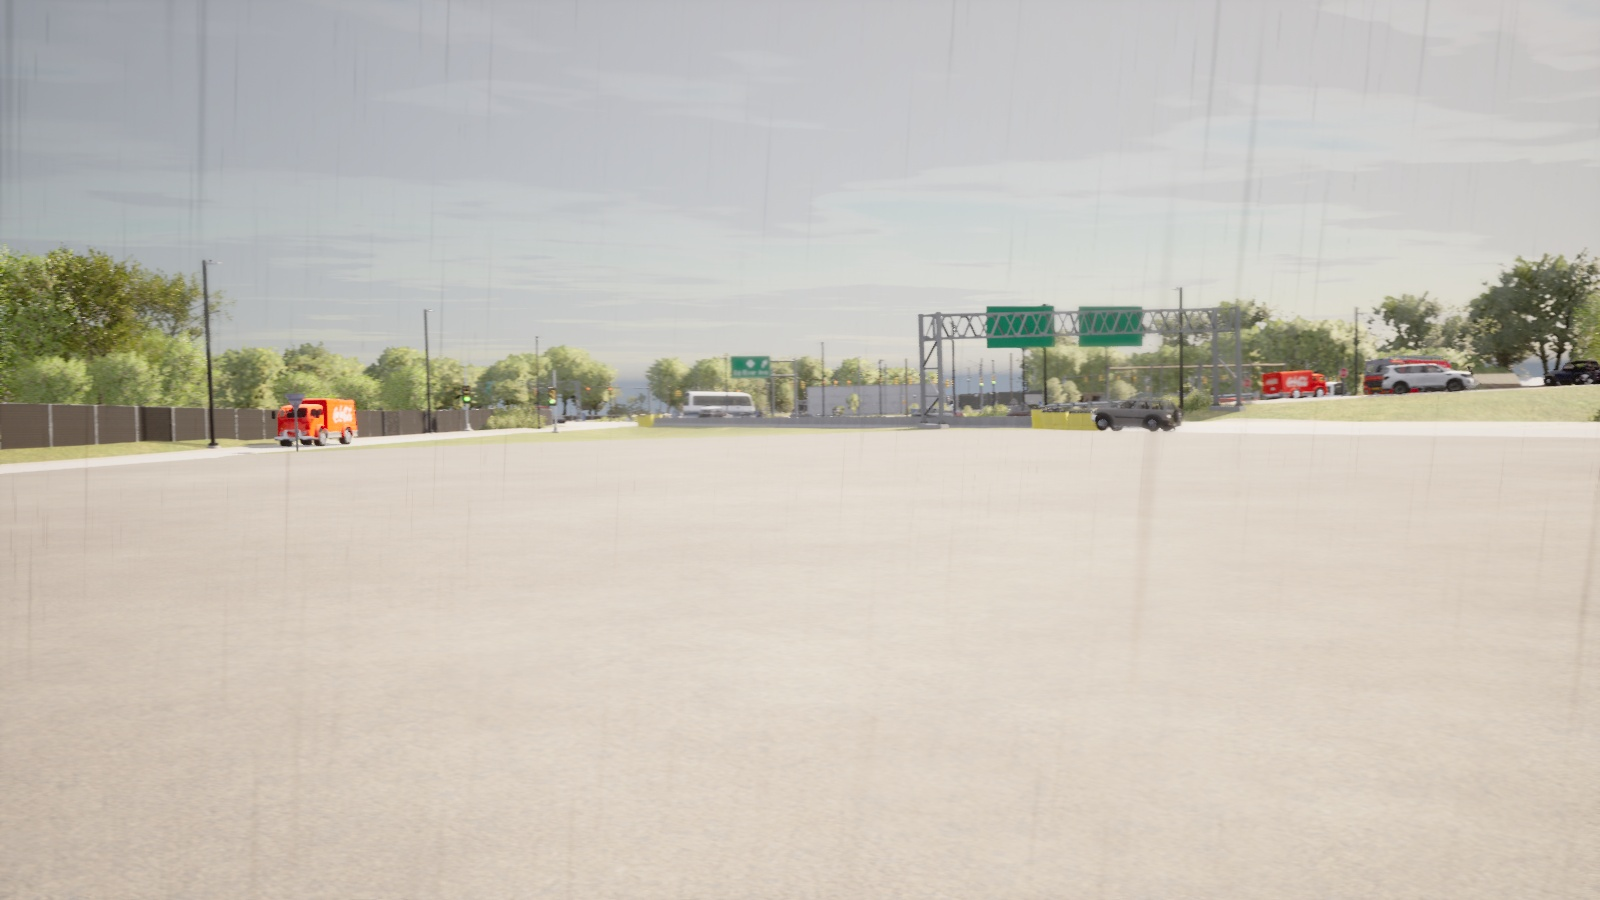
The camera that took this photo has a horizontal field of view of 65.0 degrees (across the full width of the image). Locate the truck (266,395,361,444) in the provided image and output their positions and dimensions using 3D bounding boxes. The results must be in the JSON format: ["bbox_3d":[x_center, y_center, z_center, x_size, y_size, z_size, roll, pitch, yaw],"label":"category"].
[{"bbox_3d":[-25.386,-1.626,65.820,2.627,2.467,5.204,-1,2,4],"label":"truck"}]

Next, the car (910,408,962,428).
[{"bbox_3d":[10.630,-2.532,98.517,1.837,1.490,4.892,-2,2,-23],"label":"car"}]

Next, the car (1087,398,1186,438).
[{"bbox_3d":[17.825,-1.710,66.625,4.605,1.855,1.932,4,2,40],"label":"car"}]

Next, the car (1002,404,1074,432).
[{"bbox_3d":[15.002,-2.017,79.455,2.033,1.649,4.856,-2,2,-23],"label":"car"}]

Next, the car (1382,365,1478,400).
[{"bbox_3d":[42.677,-4.537,85.098,5.566,2.045,2.150,-2,2,32],"label":"car"}]
